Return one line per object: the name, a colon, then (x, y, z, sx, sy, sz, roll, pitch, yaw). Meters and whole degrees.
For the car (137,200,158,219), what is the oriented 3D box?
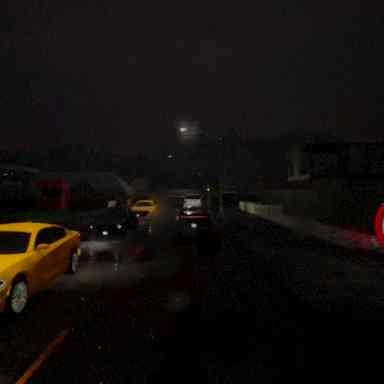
car: (-4.061, 1.478, 29.011, 1.882, 1.535, 5.008, 0, 0, 1)

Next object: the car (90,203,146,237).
car: (-4.080, 1.547, 18.272, 2.033, 1.411, 5.357, 0, 0, 0)

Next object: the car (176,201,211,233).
car: (0.104, 1.492, 19.461, 2.128, 1.511, 4.902, 0, 0, 0)

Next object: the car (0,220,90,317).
car: (-4.077, 1.477, 7.623, 1.882, 1.535, 5.008, 0, 0, -2)

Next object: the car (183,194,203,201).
car: (0.106, 1.223, 39.147, 2.150, 2.045, 5.566, 0, 0, 0)
